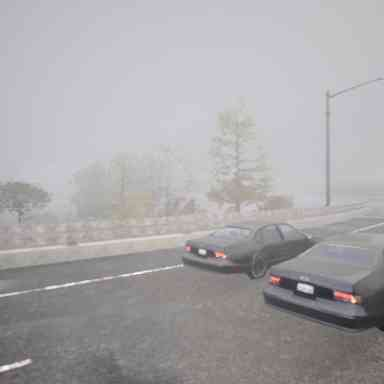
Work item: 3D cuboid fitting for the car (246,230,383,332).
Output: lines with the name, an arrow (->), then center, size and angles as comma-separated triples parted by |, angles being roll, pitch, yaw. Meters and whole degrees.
car -> 3.718, 1.564, 6.840 | 5.357, 1.411, 2.033 | 0, 0, -40

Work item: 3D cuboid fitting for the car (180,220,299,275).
car -> 2.183, 1.577, 10.120 | 5.357, 1.411, 2.033 | 0, 0, -40
